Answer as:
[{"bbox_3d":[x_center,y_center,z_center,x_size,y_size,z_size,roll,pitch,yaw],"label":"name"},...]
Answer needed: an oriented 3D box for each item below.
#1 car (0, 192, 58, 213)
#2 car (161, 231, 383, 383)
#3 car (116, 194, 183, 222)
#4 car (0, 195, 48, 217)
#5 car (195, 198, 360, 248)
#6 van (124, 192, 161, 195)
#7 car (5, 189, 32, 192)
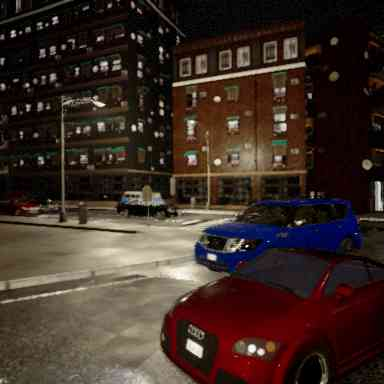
[{"bbox_3d":[-13.586,1.004,28.124,4.892,1.490,1.837,1,1,25],"label":"car"},{"bbox_3d":[1.642,1.564,4.895,4.181,1.385,1.994,0,0,-36],"label":"car"},{"bbox_3d":[-3.014,1.161,23.200,4.902,1.511,2.128,1,1,25],"label":"car"},{"bbox_3d":[-13.402,1.120,25.201,4.206,1.307,1.802,1,0,25],"label":"car"},{"bbox_3d":[2.713,1.222,9.677,5.566,2.045,2.150,0,0,-36],"label":"car"},{"bbox_3d":[-4.676,0.900,30.403,3.998,1.788,1.690,1,0,25],"label":"van"},{"bbox_3d":[-20.011,0.621,37.493,5.009,1.841,2.192,1,0,25],"label":"car"}]
